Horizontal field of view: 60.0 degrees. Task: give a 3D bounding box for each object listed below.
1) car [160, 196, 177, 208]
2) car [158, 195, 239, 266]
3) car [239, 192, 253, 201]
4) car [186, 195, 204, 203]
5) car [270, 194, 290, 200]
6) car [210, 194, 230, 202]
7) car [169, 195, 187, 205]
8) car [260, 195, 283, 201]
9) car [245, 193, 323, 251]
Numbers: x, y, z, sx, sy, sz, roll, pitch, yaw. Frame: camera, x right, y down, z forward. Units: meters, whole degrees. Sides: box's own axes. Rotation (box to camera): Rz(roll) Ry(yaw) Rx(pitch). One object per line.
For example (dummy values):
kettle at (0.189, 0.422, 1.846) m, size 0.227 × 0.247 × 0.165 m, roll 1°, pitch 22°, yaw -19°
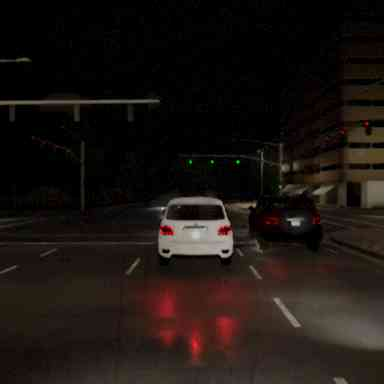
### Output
car at (-3.336, 1.375, 47.721) m, size 1.837 × 1.490 × 4.892 m, roll 0°, pitch 0°, yaw 3°
car at (0.105, 1.190, 11.550) m, size 2.150 × 2.045 × 5.566 m, roll 0°, pitch 0°, yaw 0°
car at (13.115, 1.016, 76.843) m, size 5.566 × 2.045 × 2.150 m, roll 0°, pitch 0°, yaw -41°
car at (0.699, 1.297, 66.482) m, size 1.882 × 1.535 × 5.008 m, roll 0°, pitch 0°, yaw 23°
car at (21.885, 1.300, 82.357) m, size 4.674 × 1.442 × 1.812 m, roll 0°, pitch 0°, yaw -22°
car at (6.421, 1.321, 75.109) m, size 2.128 × 1.511 × 4.902 m, roll 0°, pitch 0°, yaw 38°
car at (-2.394, 1.350, 56.957) m, size 1.837 × 1.490 × 4.892 m, roll 0°, pitch 0°, yaw 13°
car at (18.243, 1.332, 76.333) m, size 5.357 × 1.411 × 2.033 m, roll 0°, pitch 0°, yaw -33°
car at (3.735, 1.181, 14.143) m, size 2.150 × 2.045 × 5.566 m, roll 0°, pitch 0°, yaw 3°
